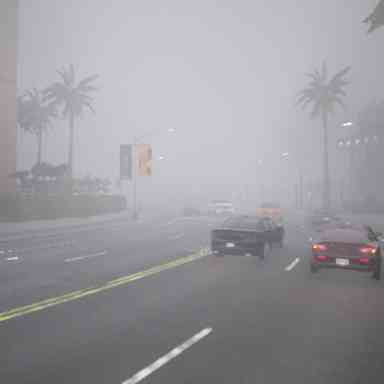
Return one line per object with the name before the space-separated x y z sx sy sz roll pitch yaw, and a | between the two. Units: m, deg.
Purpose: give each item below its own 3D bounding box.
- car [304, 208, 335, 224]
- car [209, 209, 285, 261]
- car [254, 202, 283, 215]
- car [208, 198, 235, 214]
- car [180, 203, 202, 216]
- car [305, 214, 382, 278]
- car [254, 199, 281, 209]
car | 9.956 1.926 25.761 1.994 1.385 4.181 0 -1 10
car | 2.400 1.655 13.337 1.882 1.535 5.008 0 -1 27
car | 9.617 2.070 42.197 1.837 1.490 4.892 1 -1 -10
car | 3.338 1.714 39.197 2.150 2.045 5.566 0 -1 -8
car | -0.111 2.008 38.475 1.812 1.442 4.674 0 -1 -8
car | 4.997 1.681 10.720 1.812 1.442 4.674 0 -1 28
car | 7.056 1.774 31.473 2.097 1.767 4.553 0 -1 4
